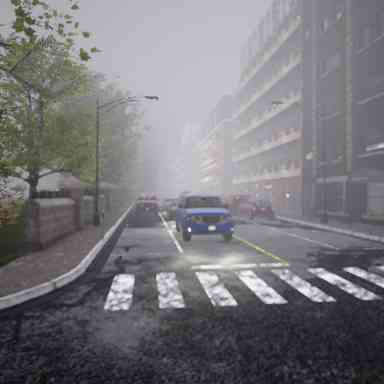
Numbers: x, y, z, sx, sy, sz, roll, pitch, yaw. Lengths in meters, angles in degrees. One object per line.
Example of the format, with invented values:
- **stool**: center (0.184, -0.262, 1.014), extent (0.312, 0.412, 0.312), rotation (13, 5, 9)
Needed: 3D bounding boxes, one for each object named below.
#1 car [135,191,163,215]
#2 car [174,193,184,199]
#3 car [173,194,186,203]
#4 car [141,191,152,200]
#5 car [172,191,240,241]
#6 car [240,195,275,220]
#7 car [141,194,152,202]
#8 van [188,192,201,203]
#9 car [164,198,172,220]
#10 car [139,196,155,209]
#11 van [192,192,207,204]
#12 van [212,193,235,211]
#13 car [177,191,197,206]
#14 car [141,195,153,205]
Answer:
- **car**: center (-4.097, 1.102, 30.516), extent (2.192, 1.841, 5.009), rotation (1, 0, -8)
- **car**: center (-3.382, 0.965, 86.377), extent (1.947, 1.339, 4.313), rotation (1, 0, -8)
- **car**: center (-2.233, 1.117, 59.086), extent (1.812, 1.442, 4.674), rotation (0, 0, -8)
- **car**: center (-10.161, 0.783, 74.285), extent (2.192, 1.841, 5.009), rotation (1, 0, -8)
- **car**: center (0.454, 1.117, 16.416), extent (2.150, 2.045, 5.566), rotation (0, 0, -8)
- **car**: center (4.958, 1.278, 26.195), extent (1.967, 1.590, 4.097), rotation (1, 0, -8)
- **car**: center (-8.650, 1.098, 63.344), extent (2.008, 1.369, 4.403), rotation (1, 0, -8)
- **van**: center (0.413, 0.939, 59.022), extent (1.690, 1.788, 3.998), rotation (1, 0, -8)
- **car**: center (-0.860, 1.390, 25.902), extent (1.994, 1.385, 4.181), rotation (0, 0, -8)
- **car**: center (-5.619, 1.273, 41.460), extent (1.947, 1.339, 4.313), rotation (1, 0, -8)
- **van**: center (1.170, 0.979, 53.551), extent (1.690, 1.788, 3.998), rotation (1, 0, -8)
- **van**: center (3.444, 1.099, 37.137), extent (1.690, 1.788, 3.998), rotation (1, 0, -8)
- **car**: center (-0.808, 0.888, 48.844), extent (2.150, 2.045, 5.566), rotation (0, 0, -8)
- **car**: center (-7.111, 1.154, 52.234), extent (1.752, 1.417, 4.829), rotation (1, 0, -8)
